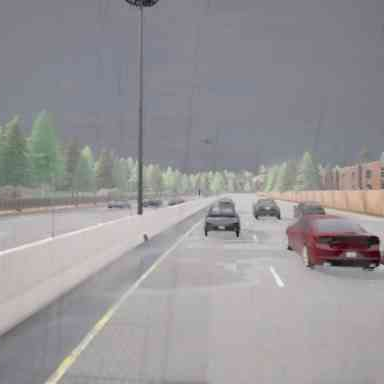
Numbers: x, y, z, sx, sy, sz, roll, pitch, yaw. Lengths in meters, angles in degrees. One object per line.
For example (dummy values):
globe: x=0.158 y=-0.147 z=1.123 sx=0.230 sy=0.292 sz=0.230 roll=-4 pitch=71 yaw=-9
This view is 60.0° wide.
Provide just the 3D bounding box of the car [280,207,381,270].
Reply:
car: x=4.436 y=1.496 z=11.211 sx=1.882 sy=1.535 sz=5.008 roll=0 pitch=0 yaw=6

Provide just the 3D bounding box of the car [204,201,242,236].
car: x=1.689 y=1.499 z=18.425 sx=2.128 sy=1.511 sz=4.902 roll=0 pitch=0 yaw=6

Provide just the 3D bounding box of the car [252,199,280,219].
car: x=6.426 y=1.378 z=29.216 sx=2.097 sy=1.767 sz=4.553 roll=0 pitch=0 yaw=6

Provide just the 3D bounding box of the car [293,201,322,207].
car: x=9.825 y=1.545 z=28.141 sx=1.837 sy=1.490 sz=4.892 roll=0 pitch=0 yaw=6

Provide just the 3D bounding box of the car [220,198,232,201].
car: x=4.040 y=1.522 z=39.219 sx=1.837 sy=1.490 sz=4.892 roll=0 pitch=0 yaw=6
